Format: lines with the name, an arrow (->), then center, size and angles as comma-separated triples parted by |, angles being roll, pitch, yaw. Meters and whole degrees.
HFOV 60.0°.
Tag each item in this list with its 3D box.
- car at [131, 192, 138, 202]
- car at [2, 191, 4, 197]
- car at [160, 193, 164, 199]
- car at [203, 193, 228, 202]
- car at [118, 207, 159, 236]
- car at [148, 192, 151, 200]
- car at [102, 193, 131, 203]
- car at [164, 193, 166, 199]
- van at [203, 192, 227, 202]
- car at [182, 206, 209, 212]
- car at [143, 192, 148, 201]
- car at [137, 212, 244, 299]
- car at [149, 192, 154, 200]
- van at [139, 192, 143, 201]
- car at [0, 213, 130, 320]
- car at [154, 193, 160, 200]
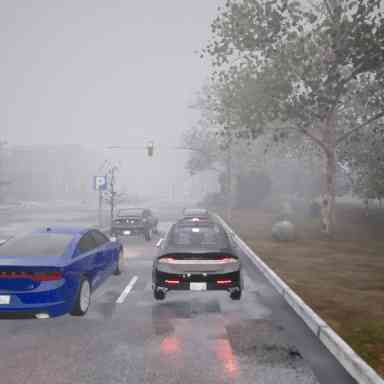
car -> -13.756, 1.315, 64.751 | 5.366, 1.575, 1.946 | -1, 0, -15
car -> -31.130, 0.136, 52.639 | 2.002, 1.452, 4.674 | 6, -3, -19
car -> -10.943, 1.064, 88.697 | 5.566, 2.045, 2.435 | -1, 0, -12
car -> 4.712, 1.141, 67.311 | 4.553, 1.767, 2.185 | 1, 0, -14
car -> -2.826, 1.530, 16.965 | 1.837, 1.490, 4.892 | 0, 0, 1
car -> -12.589, 1.359, 76.709 | 4.674, 1.452, 2.002 | -1, 0, -13
car -> -14.403, 1.358, 61.759 | 4.792, 1.488, 2.163 | -1, 0, -15
car -> -10.519, 1.315, 91.676 | 5.008, 1.535, 2.097 | -1, 0, -12
van -> 4.326, 1.042, 64.341 | 4.442, 1.987, 1.878 | 1, 0, -14
car -> 0.184, 1.530, 17.879 | 1.837, 1.490, 4.892 | 0, 0, 0
car -> -12.963, 1.321, 73.714 | 4.892, 1.521, 2.231 | -1, 0, -14
car -> 0.117, 1.503, 8.467 | 2.128, 1.511, 4.902 | 0, 0, 0
car -> -12.215, 1.358, 79.710 | 4.674, 1.452, 2.002 | -1, 0, -13
van -> -13.193, 1.092, 70.743 | 4.442, 1.987, 1.878 | -1, 0, -14
car -> -2.886, 1.487, 7.534 | 1.882, 1.535, 5.008 | 0, 0, 0
car -> -11.396, 1.357, 85.692 | 4.674, 1.452, 2.002 | -1, 0, -12
